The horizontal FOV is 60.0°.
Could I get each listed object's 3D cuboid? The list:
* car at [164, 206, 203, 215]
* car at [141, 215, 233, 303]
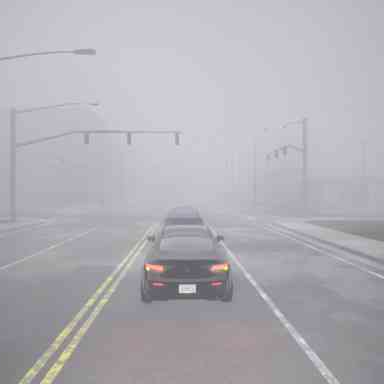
[{"bbox_3d":[-0.430,1.478,17.160,1.882,1.535,5.008,0,0,-2],"label":"car"},{"bbox_3d":[-0.145,1.526,8.111,1.812,1.442,4.674,0,0,-2],"label":"car"}]
